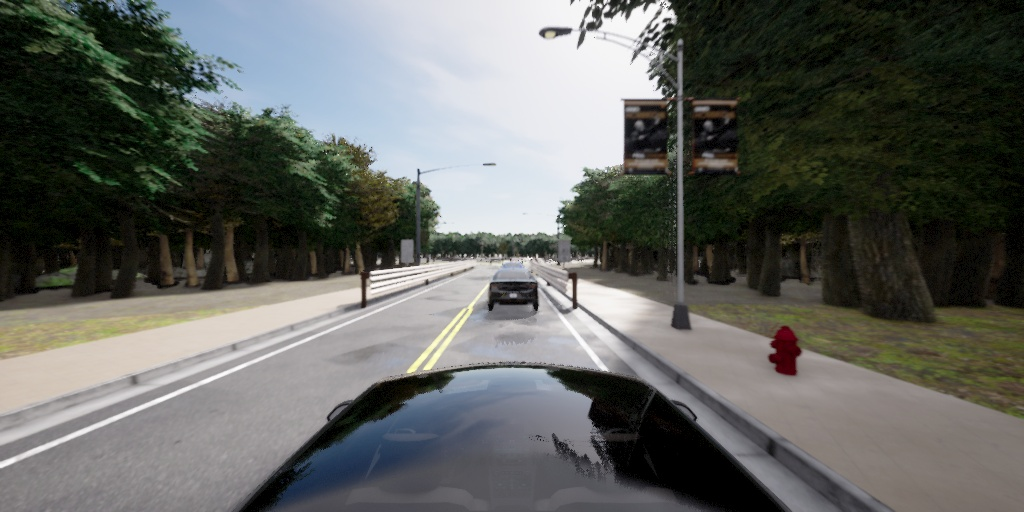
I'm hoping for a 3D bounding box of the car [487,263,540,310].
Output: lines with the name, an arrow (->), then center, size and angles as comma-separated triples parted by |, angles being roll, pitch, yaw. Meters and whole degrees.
car -> 0.062, 1.219, 14.689 | 1.882, 1.535, 5.008 | 0, -1, 0
